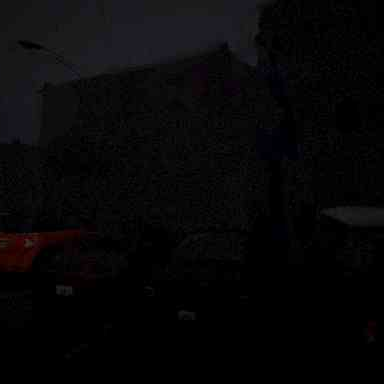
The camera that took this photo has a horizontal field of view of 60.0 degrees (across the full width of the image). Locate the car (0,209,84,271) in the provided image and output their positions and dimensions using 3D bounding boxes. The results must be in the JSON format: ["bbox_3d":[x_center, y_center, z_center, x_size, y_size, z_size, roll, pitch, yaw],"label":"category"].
[{"bbox_3d":[-4.202,1.376,10.394,2.185,1.767,4.553,0,-1,15],"label":"car"}]

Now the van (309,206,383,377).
[{"bbox_3d":[3.016,1.250,5.437,1.878,1.987,4.442,0,-1,15],"label":"van"}]

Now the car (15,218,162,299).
[{"bbox_3d":[-1.799,1.517,8.692,2.163,1.488,4.792,0,-1,15],"label":"car"}]

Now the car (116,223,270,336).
[{"bbox_3d":[0.598,1.477,7.029,2.097,1.535,5.008,0,-1,15],"label":"car"}]
